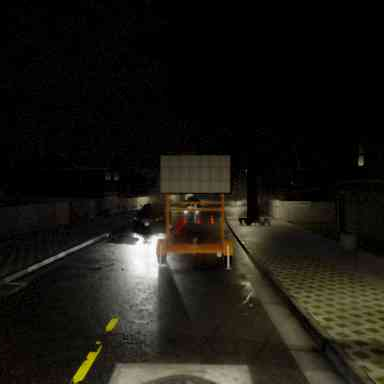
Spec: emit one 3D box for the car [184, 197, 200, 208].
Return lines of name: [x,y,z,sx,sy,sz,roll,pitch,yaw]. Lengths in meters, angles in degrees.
car: [0.065,1.484,47.396,1.837,1.490,4.892,0,0,7]

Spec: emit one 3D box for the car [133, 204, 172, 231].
car: [-2.336,1.491,20.609,2.128,1.511,4.902,0,0,3]

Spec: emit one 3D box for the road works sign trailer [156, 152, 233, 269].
road works sign trailer: [0.114,0.464,11.127,2.380,3.560,2.880,0,0,2]
